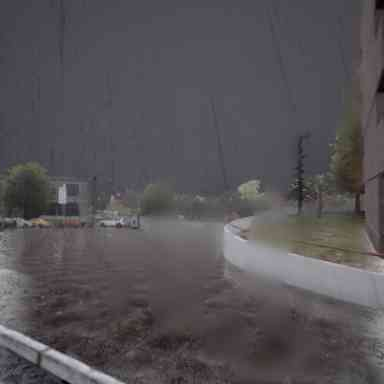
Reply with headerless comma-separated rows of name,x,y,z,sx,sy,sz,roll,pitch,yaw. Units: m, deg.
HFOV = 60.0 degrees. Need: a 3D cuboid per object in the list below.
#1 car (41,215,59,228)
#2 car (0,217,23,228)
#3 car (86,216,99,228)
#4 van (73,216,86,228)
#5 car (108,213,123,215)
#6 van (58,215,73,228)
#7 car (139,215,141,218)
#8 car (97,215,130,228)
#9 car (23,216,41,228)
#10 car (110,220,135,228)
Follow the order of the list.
car,-23.542,4.634,50.075,5.366,1.575,1.946,0,-5,5
car,-25.879,4.111,44.583,4.674,1.452,2.002,0,-5,5
car,-19.551,5.487,58.253,4.892,1.521,2.231,0,-5,5
van,-20.704,4.980,55.544,4.442,1.987,1.878,0,-6,5
car,-21.048,7.564,91.298,2.185,1.767,4.553,0,1,10
van,-21.970,4.696,52.808,4.442,1.987,1.878,0,-6,5
car,-15.941,7.805,88.174,2.163,1.488,4.792,1,1,9
car,-15.784,6.083,66.467,5.566,2.045,2.435,0,-5,5
car,-24.627,4.395,47.326,4.674,1.452,2.002,0,-6,5
car,-14.502,6.656,69.172,4.674,1.452,2.002,0,-5,5
